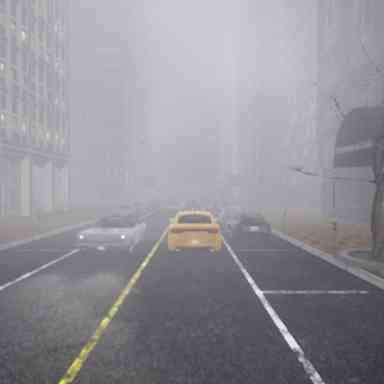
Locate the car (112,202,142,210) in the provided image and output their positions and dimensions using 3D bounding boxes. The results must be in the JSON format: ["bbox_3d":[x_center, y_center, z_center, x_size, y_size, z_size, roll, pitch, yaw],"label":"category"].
[{"bbox_3d":[-5.669,1.650,27.753,1.802,1.307,4.206,-1,0,0],"label":"car"}]

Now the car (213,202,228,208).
[{"bbox_3d":[2.678,1.605,22.017,2.008,1.369,4.403,-1,0,0],"label":"car"}]

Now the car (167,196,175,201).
[{"bbox_3d":[-5.702,1.724,90.168,1.947,1.339,4.313,-1,0,0],"label":"car"}]

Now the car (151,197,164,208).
[{"bbox_3d":[-5.688,1.635,50.279,1.752,1.417,4.829,-1,0,0],"label":"car"}]

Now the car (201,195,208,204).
[{"bbox_3d":[2.351,1.650,59.521,1.812,1.442,4.674,0,0,0],"label":"car"}]

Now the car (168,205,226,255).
[{"bbox_3d":[0.099,1.511,13.554,1.882,1.535,5.008,0,0,0],"label":"car"}]

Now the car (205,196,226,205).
[{"bbox_3d":[2.676,1.520,33.367,1.967,1.590,4.097,-1,0,0],"label":"car"}]

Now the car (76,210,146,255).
[{"bbox_3d":[-3.099,1.635,13.610,1.895,1.301,4.718,0,0,0],"label":"car"}]

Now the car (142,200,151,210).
[{"bbox_3d":[-5.669,1.646,33.427,1.947,1.339,4.313,-1,0,0],"label":"car"}]

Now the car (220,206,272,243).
[{"bbox_3d":[2.678,1.607,16.344,1.947,1.339,4.313,-1,0,0],"label":"car"}]

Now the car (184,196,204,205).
[{"bbox_3d":[0.099,1.595,38.860,1.837,1.490,4.892,0,0,0],"label":"car"}]

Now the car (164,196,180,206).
[{"bbox_3d":[-3.059,1.681,55.433,1.994,1.385,4.181,0,0,0],"label":"car"}]
